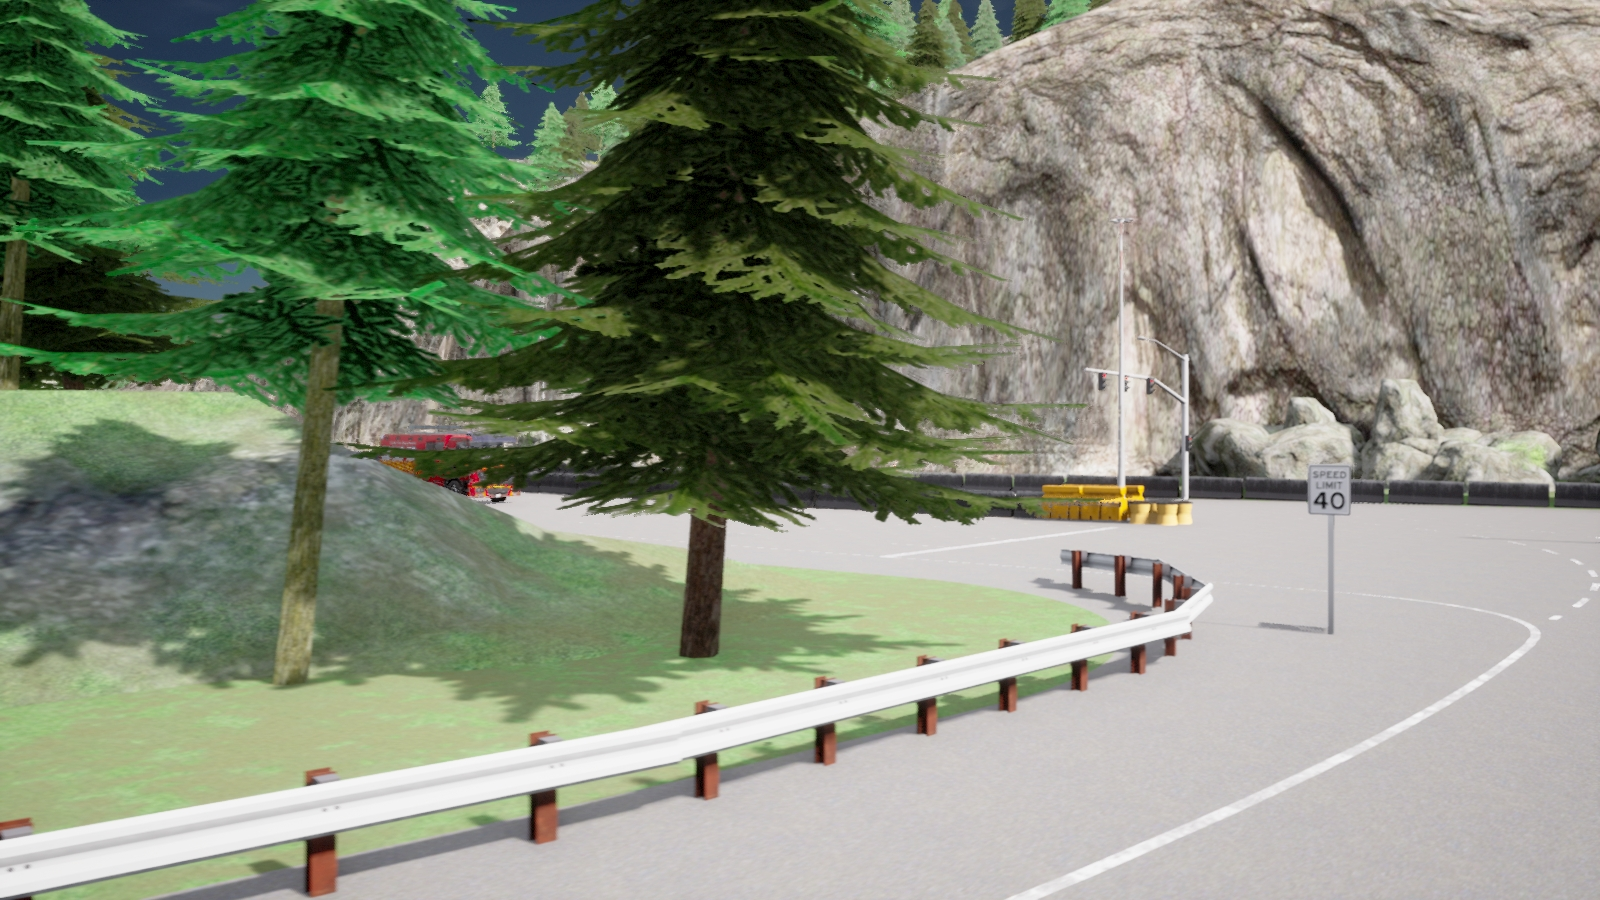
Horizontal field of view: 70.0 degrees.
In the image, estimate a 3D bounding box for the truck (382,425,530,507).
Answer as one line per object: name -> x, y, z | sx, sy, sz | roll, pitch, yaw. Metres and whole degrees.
truck -> -17.365, 0.688, 57.352 | 8.468, 3.827, 2.891 | 1, 1, 40
